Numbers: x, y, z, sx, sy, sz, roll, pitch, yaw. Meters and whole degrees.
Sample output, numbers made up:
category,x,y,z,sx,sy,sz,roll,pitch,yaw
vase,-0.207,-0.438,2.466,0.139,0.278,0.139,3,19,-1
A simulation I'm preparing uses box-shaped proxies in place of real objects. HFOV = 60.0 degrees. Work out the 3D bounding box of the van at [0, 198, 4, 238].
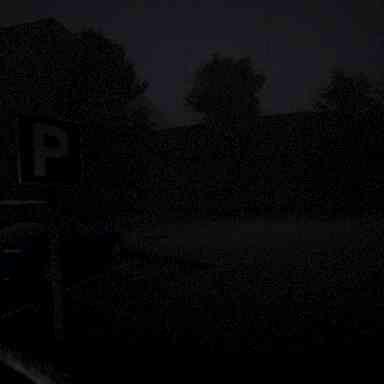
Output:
category,x,y,z,sx,sy,sz,roll,pitch,yaw
van,-11.093,1.273,15.024,1.878,1.987,4.442,1,-1,17

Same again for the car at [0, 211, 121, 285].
category,x,y,z,sx,sy,sz,roll,pitch,yaw
car,-3.882,1.501,9.719,2.097,1.535,5.008,0,-1,17

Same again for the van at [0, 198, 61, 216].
category,x,y,z,sx,sy,sz,roll,pitch,yaw
van,-6.241,1.277,11.641,1.878,1.987,4.442,0,-1,17
